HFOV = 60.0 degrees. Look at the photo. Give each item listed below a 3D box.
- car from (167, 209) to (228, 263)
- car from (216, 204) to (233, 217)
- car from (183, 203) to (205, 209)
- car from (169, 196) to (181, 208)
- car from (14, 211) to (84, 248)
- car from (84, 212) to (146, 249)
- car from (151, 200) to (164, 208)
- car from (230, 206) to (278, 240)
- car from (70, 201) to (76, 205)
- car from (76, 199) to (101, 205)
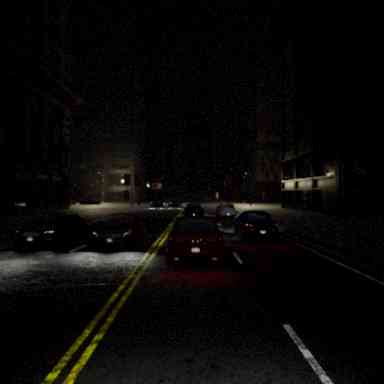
[{"bbox_3d":[0.123,1.626,12.598,1.882,1.535,5.008,0,0,0],"label":"car"},{"bbox_3d":[3.442,1.920,33.617,1.812,1.442,4.674,0,-1,0],"label":"car"},{"bbox_3d":[0.189,1.887,32.697,1.837,1.490,4.892,0,-1,0],"label":"car"},{"bbox_3d":[-3.100,2.081,62.184,2.097,1.767,4.553,0,-1,1],"label":"car"},{"bbox_3d":[-6.558,1.677,15.925,2.128,1.511,4.902,0,-1,0],"label":"car"},{"bbox_3d":[-3.309,1.710,15.695,1.812,1.442,4.674,0,-1,0],"label":"car"},{"bbox_3d":[-6.352,2.251,61.882,1.812,1.442,4.674,0,-1,1],"label":"car"},{"bbox_3d":[3.397,1.740,18.147,1.812,1.442,4.674,0,-1,0],"label":"car"},{"bbox_3d":[-28.023,2.199,73.859,4.829,1.417,1.752,0,0,0],"label":"car"},{"bbox_3d":[-22.568,2.263,73.875,4.507,1.381,1.887,0,0,0],"label":"car"}]
